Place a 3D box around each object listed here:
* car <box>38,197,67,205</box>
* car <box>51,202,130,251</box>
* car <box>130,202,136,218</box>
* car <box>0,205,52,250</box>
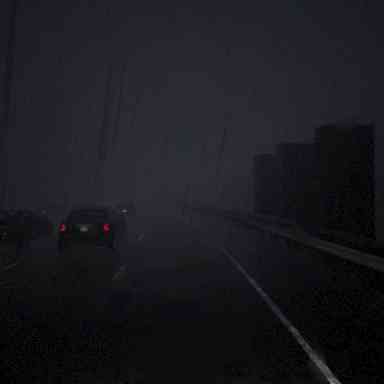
[{"bbox_3d":[-13.440,1.580,31.647,1.882,1.535,5.008,0,0,-10],"label":"car"},{"bbox_3d":[-4.151,1.397,14.432,2.097,1.767,4.553,0,0,-4],"label":"car"},{"bbox_3d":[-6.295,1.654,31.363,1.994,1.385,4.181,0,0,-10],"label":"car"},{"bbox_3d":[-7.665,1.542,14.602,2.128,1.511,4.902,0,0,-5],"label":"car"}]
